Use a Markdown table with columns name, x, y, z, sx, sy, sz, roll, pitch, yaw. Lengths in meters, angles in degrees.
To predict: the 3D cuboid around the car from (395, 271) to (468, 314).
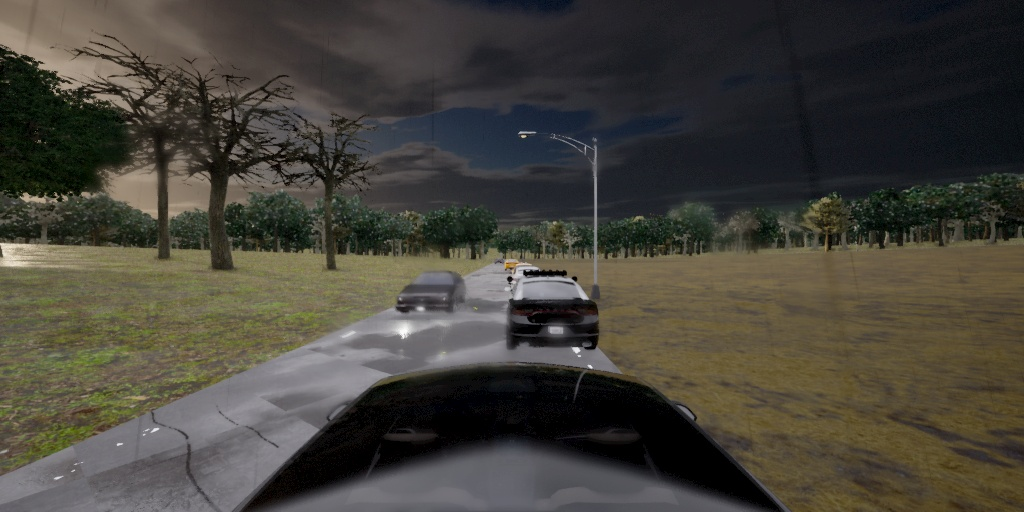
| name | x | y | z | sx | sy | sz | roll | pitch | yaw |
| --- | --- | --- | --- | --- | --- | --- | --- | --- | --- |
| car | -2.854 | 1.288 | 13.943 | 2.033 | 1.411 | 5.357 | 0 | 0 | 0 |

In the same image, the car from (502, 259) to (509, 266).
| name | x | y | z | sx | sy | sz | roll | pitch | yaw |
| --- | --- | --- | --- | --- | --- | --- | --- | --- | --- |
| car | 0.028 | 1.142 | 48.502 | 1.882 | 1.535 | 5.008 | 0 | 0 | 0 |

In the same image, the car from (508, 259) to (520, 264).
| name | x | y | z | sx | sy | sz | roll | pitch | yaw |
| --- | --- | --- | --- | --- | --- | --- | --- | --- | --- |
| car | 0.820 | 1.180 | 25.293 | 1.801 | 1.575 | 5.366 | 0 | 0 | 0 |

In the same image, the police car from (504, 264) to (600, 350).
| name | x | y | z | sx | sy | sz | roll | pitch | yaw |
| --- | --- | --- | --- | --- | --- | --- | --- | --- | --- |
| police car | 0.823 | 1.171 | 9.213 | 1.930 | 1.638 | 5.238 | 0 | 0 | 0 |

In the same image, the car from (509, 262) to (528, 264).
| name | x | y | z | sx | sy | sz | roll | pitch | yaw |
| --- | --- | --- | --- | --- | --- | --- | --- | --- | --- |
| car | 0.822 | 1.260 | 19.103 | 1.812 | 1.442 | 4.674 | 0 | 0 | 0 |
